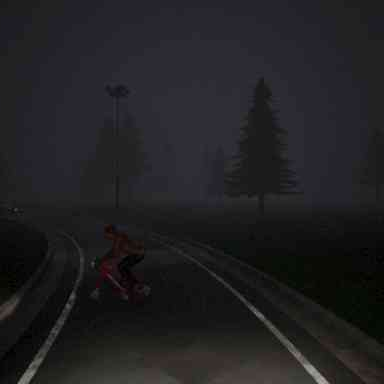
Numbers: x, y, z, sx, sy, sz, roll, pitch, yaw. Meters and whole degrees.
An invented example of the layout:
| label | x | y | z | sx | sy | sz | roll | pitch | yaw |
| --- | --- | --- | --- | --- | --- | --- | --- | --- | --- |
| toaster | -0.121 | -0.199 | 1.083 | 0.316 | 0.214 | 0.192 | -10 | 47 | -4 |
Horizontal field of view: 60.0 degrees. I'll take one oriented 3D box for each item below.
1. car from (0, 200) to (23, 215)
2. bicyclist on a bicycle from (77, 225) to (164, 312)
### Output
| label | x | y | z | sx | sy | sz | roll | pitch | yaw |
| --- | --- | --- | --- | --- | --- | --- | --- | --- | --- |
| car | -19.212 | 1.525 | 34.501 | 4.674 | 1.442 | 1.812 | 0 | 0 | 41 |
| bicyclist on a bicycle | -1.363 | 1.451 | 6.349 | 1.656 | 1.620 | 0.582 | -2 | 0 | -11 |
